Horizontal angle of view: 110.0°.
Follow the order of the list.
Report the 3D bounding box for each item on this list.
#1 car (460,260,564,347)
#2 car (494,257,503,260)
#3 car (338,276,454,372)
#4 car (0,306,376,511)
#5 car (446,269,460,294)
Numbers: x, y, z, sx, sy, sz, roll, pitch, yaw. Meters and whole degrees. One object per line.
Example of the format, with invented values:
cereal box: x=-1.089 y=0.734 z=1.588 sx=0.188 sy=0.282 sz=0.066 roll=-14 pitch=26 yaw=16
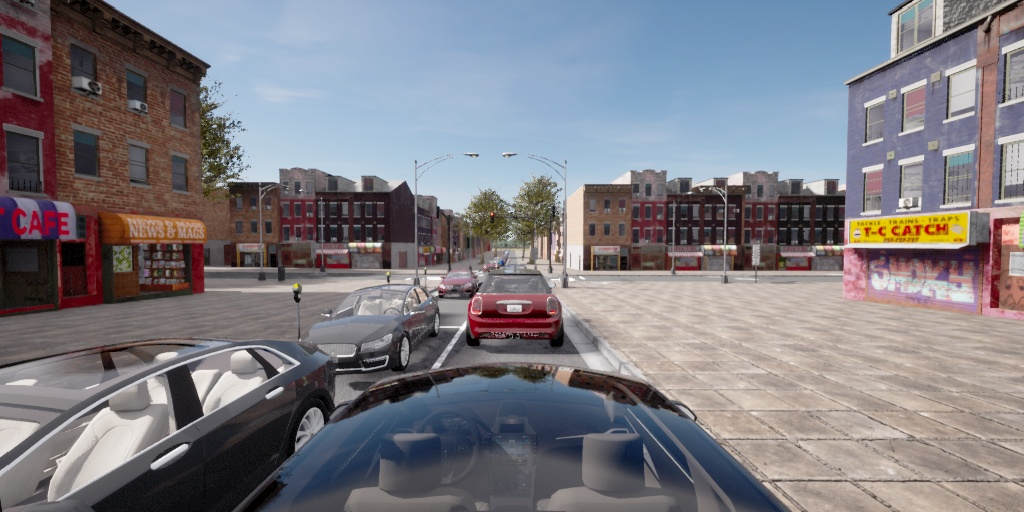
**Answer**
car: x=0.111 y=1.100 z=9.512 sx=2.097 sy=1.767 sz=4.553 roll=0 pitch=0 yaw=2
car: x=-2.565 y=1.235 z=45.138 sx=1.967 sy=1.591 sz=4.097 roll=0 pitch=0 yaw=0
car: x=-2.630 y=1.298 z=7.469 sx=2.007 sy=1.370 sz=4.403 roll=0 pitch=0 yaw=0
car: x=-2.640 y=1.300 z=2.020 sx=2.007 sy=1.370 sz=4.403 roll=0 pitch=0 yaw=0
car: x=-2.612 y=1.333 z=18.363 sx=1.802 sy=1.307 sz=4.207 roll=0 pitch=0 yaw=0
